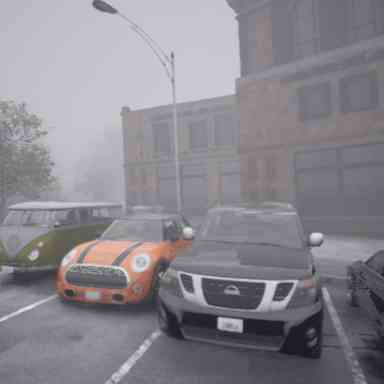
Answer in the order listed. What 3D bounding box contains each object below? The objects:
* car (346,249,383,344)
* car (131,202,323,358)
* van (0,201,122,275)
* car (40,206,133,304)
[{"bbox_3d":[3.630,1.528,4.872,2.163,1.488,4.792,0,-1,16],"label":"car"},{"bbox_3d":[1.193,1.239,6.557,2.435,2.045,5.566,1,-1,16],"label":"car"},{"bbox_3d":[-3.708,1.269,9.955,1.878,1.987,4.442,0,-1,16],"label":"van"},{"bbox_3d":[-1.234,1.363,8.356,2.185,1.767,4.553,0,-1,16],"label":"car"}]
